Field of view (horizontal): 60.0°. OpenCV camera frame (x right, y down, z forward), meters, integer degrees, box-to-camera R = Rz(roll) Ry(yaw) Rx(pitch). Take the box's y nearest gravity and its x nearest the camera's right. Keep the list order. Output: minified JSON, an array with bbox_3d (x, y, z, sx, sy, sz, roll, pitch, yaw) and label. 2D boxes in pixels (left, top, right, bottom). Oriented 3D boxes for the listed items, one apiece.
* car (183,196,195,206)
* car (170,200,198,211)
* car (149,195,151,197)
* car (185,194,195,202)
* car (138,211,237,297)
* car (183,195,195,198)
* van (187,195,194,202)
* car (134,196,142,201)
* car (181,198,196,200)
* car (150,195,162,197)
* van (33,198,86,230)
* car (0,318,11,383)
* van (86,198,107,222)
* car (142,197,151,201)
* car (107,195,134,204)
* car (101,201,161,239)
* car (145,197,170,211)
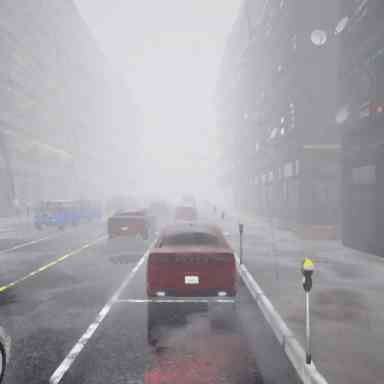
[{"bbox_3d":[-0.470,1.553,59.411,1.967,1.590,4.097,1,0,0],"label":"car"},{"bbox_3d":[-0.437,1.572,26.224,1.887,1.381,4.507,1,0,0],"label":"car"},{"bbox_3d":[-8.319,1.660,53.938,1.947,1.339,4.313,1,0,0],"label":"car"},{"bbox_3d":[-0.469,1.521,81.536,2.192,1.841,5.009,1,0,0],"label":"car"},{"bbox_3d":[-0.006,1.482,8.653,1.882,1.535,5.008,0,0,0],"label":"car"},{"bbox_3d":[-0.427,1.490,37.286,1.967,1.590,4.097,1,0,0],"label":"car"},{"bbox_3d":[-0.470,1.576,87.068,1.690,1.788,3.998,1,0,0],"label":"van"},{"bbox_3d":[-8.312,1.379,42.876,2.192,1.841,5.009,1,0,0],"label":"car"},{"bbox_3d":[-0.437,1.582,31.754,1.887,1.381,4.507,1,0,0],"label":"car"},{"bbox_3d":[-8.314,1.471,70.528,2.192,1.841,5.009,1,0,0],"label":"car"},{"bbox_3d":[-8.311,1.359,20.753,1.690,1.788,3.998,2,0,0],"label":"van"},{"bbox_3d":[-3.020,1.526,1.935,1.812,1.442,4.674,0,0,0],"label":"car"},{"bbox_3d":[-8.312,1.368,26.285,1.690,1.788,3.998,1,0,0],"label":"van"},{"bbox_3d":[-5.786,1.670,45.029,1.895,1.301,4.718,0,0,0],"label":"car"},{"bbox_3d":[-8.312,1.366,37.346,2.192,1.841,5.009,1,0,0],"label":"car"},{"bbox_3d":[-2.992,1.490,17.449,1.882,1.535,5.008,0,0,1],"label":"car"},{"bbox_3d":[-3.001,1.545,31.707,1.837,1.490,4.892,0,0,0],"label":"car"}]
